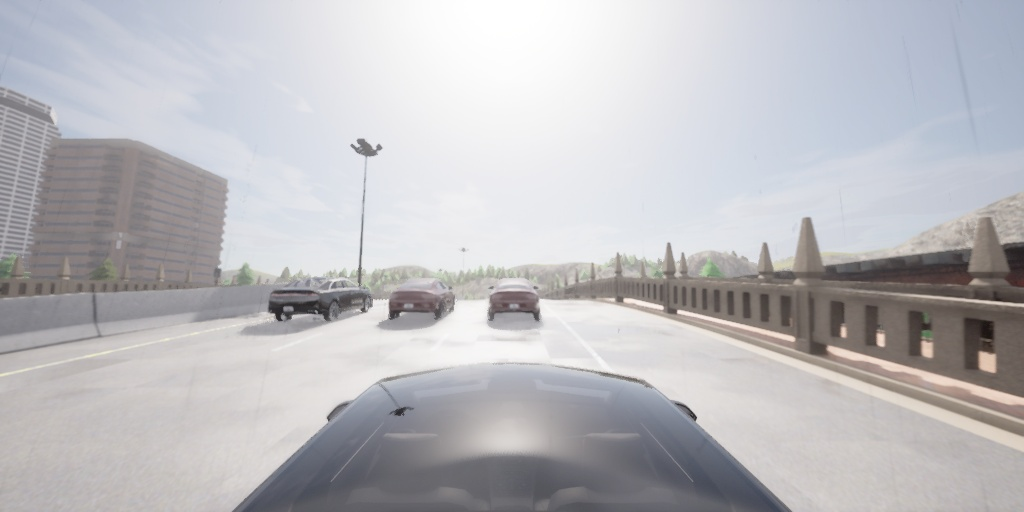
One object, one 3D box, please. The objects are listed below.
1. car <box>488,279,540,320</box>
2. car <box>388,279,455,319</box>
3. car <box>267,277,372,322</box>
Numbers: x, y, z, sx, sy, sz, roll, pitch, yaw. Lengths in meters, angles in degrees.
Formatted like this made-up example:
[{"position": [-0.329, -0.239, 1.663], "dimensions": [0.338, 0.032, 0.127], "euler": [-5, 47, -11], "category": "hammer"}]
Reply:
[{"position": [0.072, 1.610, 14.088], "dimensions": [1.812, 1.442, 4.674], "euler": [0, -3, 0], "category": "car"}, {"position": [-3.428, 1.615, 14.185], "dimensions": [1.812, 1.442, 4.674], "euler": [0, -3, 0], "category": "car"}, {"position": [-6.926, 1.548, 13.531], "dimensions": [2.128, 1.511, 4.902], "euler": [0, -3, 0], "category": "car"}]
